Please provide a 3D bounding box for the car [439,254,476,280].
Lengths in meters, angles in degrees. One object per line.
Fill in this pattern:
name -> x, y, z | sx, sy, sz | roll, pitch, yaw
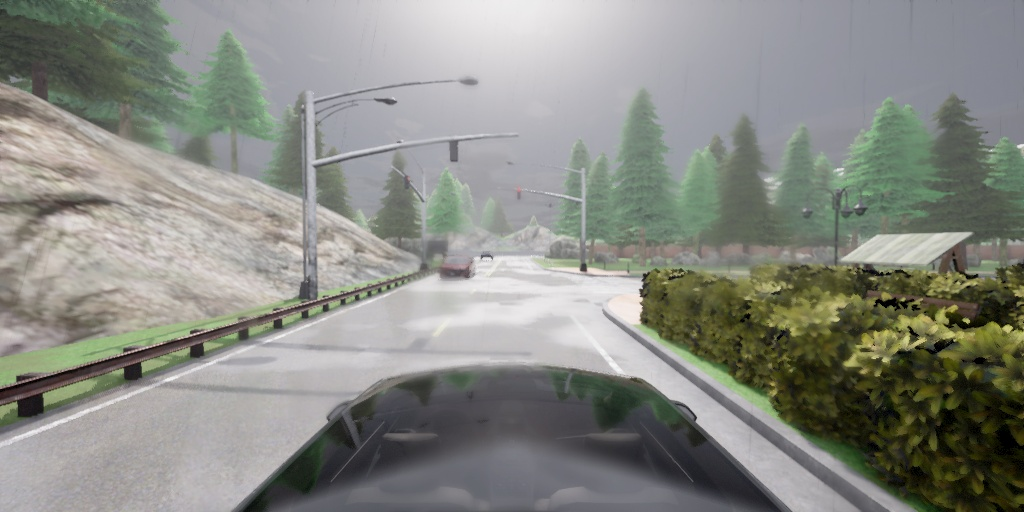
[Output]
car -> -3.501, 0.680, 23.635 | 1.882, 1.535, 5.008 | 0, 3, 0

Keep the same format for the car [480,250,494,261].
car -> -3.502, -0.139, 50.536 | 1.895, 1.301, 4.718 | 0, 2, 0
